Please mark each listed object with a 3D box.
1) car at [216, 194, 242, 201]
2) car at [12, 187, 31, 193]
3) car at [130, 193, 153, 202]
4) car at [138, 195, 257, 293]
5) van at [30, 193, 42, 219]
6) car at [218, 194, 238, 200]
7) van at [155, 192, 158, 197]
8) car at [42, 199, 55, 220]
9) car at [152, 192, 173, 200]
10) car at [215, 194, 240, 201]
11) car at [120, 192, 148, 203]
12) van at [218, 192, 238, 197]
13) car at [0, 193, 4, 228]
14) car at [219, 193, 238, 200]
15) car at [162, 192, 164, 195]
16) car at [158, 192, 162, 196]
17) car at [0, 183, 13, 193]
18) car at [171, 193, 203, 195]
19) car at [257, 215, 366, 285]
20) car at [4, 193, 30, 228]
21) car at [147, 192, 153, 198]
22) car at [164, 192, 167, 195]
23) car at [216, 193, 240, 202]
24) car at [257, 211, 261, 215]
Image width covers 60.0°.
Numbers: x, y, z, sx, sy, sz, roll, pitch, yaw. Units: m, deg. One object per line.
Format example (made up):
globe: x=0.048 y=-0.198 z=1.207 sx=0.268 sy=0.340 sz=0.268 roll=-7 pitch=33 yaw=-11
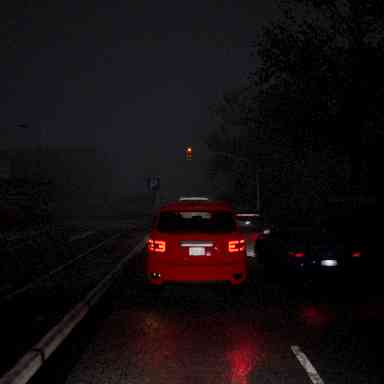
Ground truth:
car: x=8.074 y=1.265 z=73.602 sx=5.366 sy=1.575 sz=1.946 roll=1 pitch=0 yaw=-13
car: x=-28.263 y=0.138 z=55.849 sx=2.002 sy=1.452 sz=4.674 roll=6 pitch=-3 yaw=-19
car: x=-10.830 y=1.197 z=70.955 sx=4.553 sy=1.767 sz=2.185 roll=-1 pitch=0 yaw=-14
car: x=0.088 y=1.230 z=9.044 sx=2.150 sy=2.045 sz=5.566 roll=0 pitch=0 yaw=0
van: x=-13.645 y=1.298 z=24.222 sx=4.442 sy=1.987 sz=1.878 roll=-1 pitch=0 yaw=-20
car: x=8.947 y=1.299 z=82.380 sx=4.674 sy=1.452 sz=2.002 roll=1 pitch=0 yaw=-12
van: x=-10.370 y=1.094 z=73.996 sx=4.442 sy=1.987 sz=1.878 roll=-1 pitch=0 yaw=-14
car: x=-13.675 y=1.405 z=27.200 sx=4.553 sy=1.767 sz=2.185 roll=-1 pitch=0 yaw=-19
car: x=-8.164 y=1.066 z=91.956 sx=5.566 sy=2.045 sz=2.435 roll=-1 pitch=0 yaw=-12
car: x=8.051 y=1.259 z=76.454 sx=5.366 sy=1.575 sz=1.946 roll=1 pitch=0 yaw=-13
car: x=-11.558 y=1.359 z=65.010 sx=4.792 sy=1.488 sz=2.163 roll=-1 pitch=0 yaw=-15
van: x=7.165 y=1.044 z=67.638 sx=4.442 sy=1.987 sz=1.878 roll=1 pitch=0 yaw=-14
car: x=-13.823 y=1.264 z=18.149 sx=5.566 sy=2.045 sz=2.435 roll=-1 pitch=0 yaw=-20
car: x=9.308 y=1.130 z=85.311 sx=4.553 sy=1.767 sz=2.185 roll=1 pitch=0 yaw=-12
car: x=-9.780 y=1.360 z=79.964 sx=4.674 sy=1.452 sz=2.002 roll=-1 pitch=0 yaw=-13
car: x=-10.148 y=1.323 z=76.968 sx=4.892 sy=1.521 sz=2.231 roll=-1 pitch=0 yaw=-14
car: x=-31.257 y=-0.424 z=55.904 sx=2.435 sy=2.045 sz=5.566 roll=6 pitch=-3 yaw=-19
car: x=0.120 y=1.247 z=19.402 sx=2.150 sy=2.045 sz=5.566 roll=0 pitch=0 yaw=0
car: x=3.093 y=1.574 z=9.510 sx=1.994 sy=1.385 sz=4.181 roll=0 pitch=0 yaw=0
car: x=-13.755 y=1.269 z=21.186 sx=5.566 sy=2.045 sz=2.435 roll=-1 pitch=0 yaw=-20
car: x=-10.919 y=1.316 z=68.003 sx=5.366 sy=1.575 sz=1.946 roll=-1 pitch=0 yaw=-15
car: x=-9.414 y=1.360 z=82.966 sx=4.674 sy=1.452 sz=2.002 roll=-1 pitch=0 yaw=-13
car: x=7.543 y=1.143 z=70.608 sx=4.553 sy=1.767 sz=2.185 roll=1 pitch=0 yaw=-14
car: x=3.135 y=1.518 z=21.006 sx=2.128 sy=1.511 sz=4.902 roll=0 pitch=0 yaw=0
